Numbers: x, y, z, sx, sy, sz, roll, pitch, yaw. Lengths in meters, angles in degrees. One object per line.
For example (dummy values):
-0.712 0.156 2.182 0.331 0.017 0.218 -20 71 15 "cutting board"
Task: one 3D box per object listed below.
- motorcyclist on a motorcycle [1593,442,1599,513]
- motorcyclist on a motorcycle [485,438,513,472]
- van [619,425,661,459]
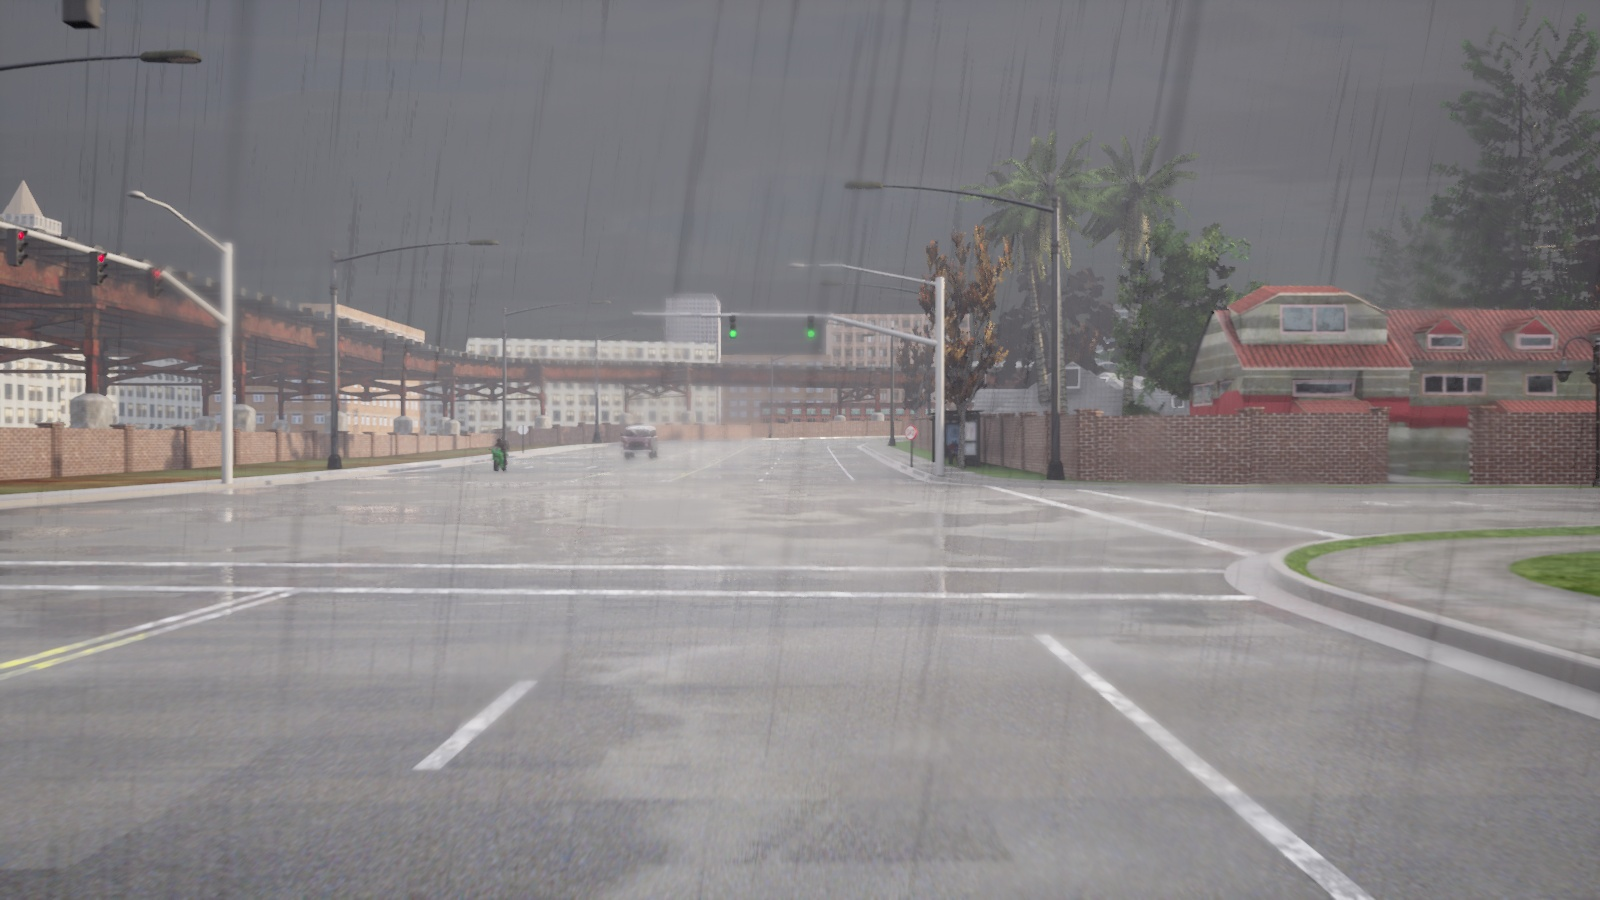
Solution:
18.231 0.592 26.868 2.044 1.523 0.797 0 0 -1 "motorcyclist on a motorcycle"
-13.667 0.217 57.080 0.797 1.523 2.044 0 1 0 "motorcyclist on a motorcycle"
-10.045 -0.518 79.248 2.069 2.038 4.480 0 2 0 "van"
